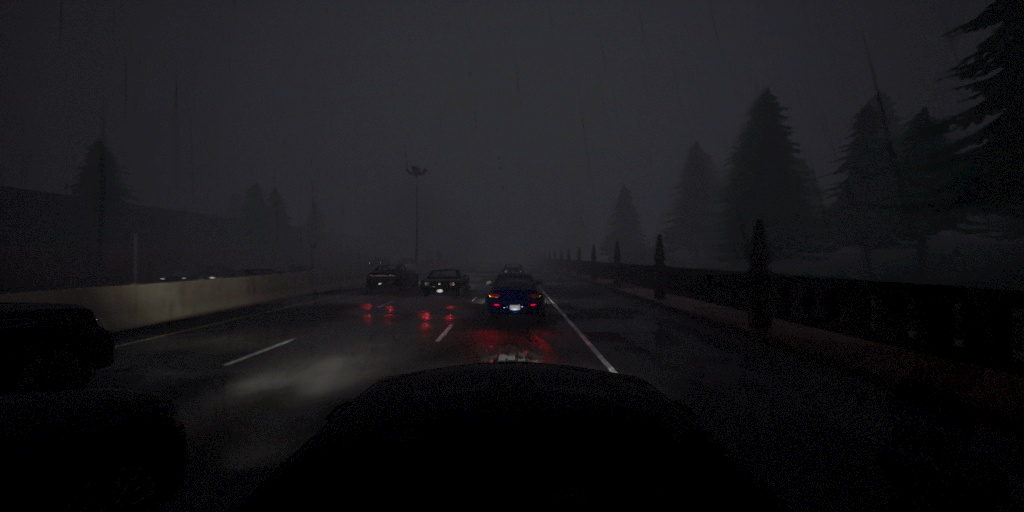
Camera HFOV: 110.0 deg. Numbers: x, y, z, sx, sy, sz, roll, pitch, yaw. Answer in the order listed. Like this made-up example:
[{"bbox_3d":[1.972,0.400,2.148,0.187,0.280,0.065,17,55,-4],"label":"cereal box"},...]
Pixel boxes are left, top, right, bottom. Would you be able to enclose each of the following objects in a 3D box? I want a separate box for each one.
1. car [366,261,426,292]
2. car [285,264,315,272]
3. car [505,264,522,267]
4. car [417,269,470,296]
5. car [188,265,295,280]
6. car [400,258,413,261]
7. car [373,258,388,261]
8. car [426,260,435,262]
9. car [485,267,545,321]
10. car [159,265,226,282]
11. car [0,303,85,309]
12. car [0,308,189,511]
[{"bbox_3d":[-6.892,1.244,21.155,2.128,1.511,4.902,0,0,0],"label":"car"},{"bbox_3d":[-17.585,1.318,28.770,1.994,1.385,4.181,0,0,0],"label":"car"},{"bbox_3d":[0.108,1.353,32.818,1.895,1.301,4.718,0,0,0],"label":"car"},{"bbox_3d":[-3.393,1.353,19.123,1.895,1.301,4.718,0,0,0],"label":"car"},{"bbox_3d":[-14.093,1.354,19.128,1.895,1.301,4.718,0,0,0],"label":"car"},{"bbox_3d":[-17.480,1.115,58.988,2.097,1.767,4.553,0,-1,0],"label":"car"},{"bbox_3d":[-20.998,1.112,56.771,2.097,1.767,4.553,0,0,1],"label":"car"},{"bbox_3d":[-14.002,1.305,61.081,2.033,1.411,5.357,0,0,1],"label":"car"},{"bbox_3d":[0.084,1.277,12.343,1.812,1.442,4.674,0,0,0],"label":"car"},{"bbox_3d":[-21.090,1.302,24.843,2.033,1.411,5.357,0,0,0],"label":"car"},{"bbox_3d":[-6.900,0.972,2.808,2.150,2.045,5.566,0,0,0],"label":"car"},{"bbox_3d":[-3.408,1.242,0.737,2.128,1.511,4.902,0,0,0],"label":"car"}]
